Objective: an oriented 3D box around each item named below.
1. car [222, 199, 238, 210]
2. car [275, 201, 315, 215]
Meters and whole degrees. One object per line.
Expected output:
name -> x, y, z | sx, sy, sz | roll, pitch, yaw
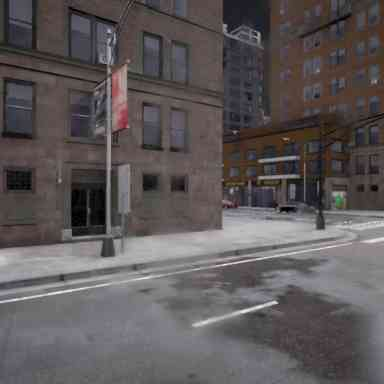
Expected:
car -> 4.238, 1.594, 43.304 | 1.802, 1.307, 4.206 | 0, 0, -35
car -> 10.593, 1.580, 34.298 | 1.947, 1.339, 4.313 | 0, 0, -35
